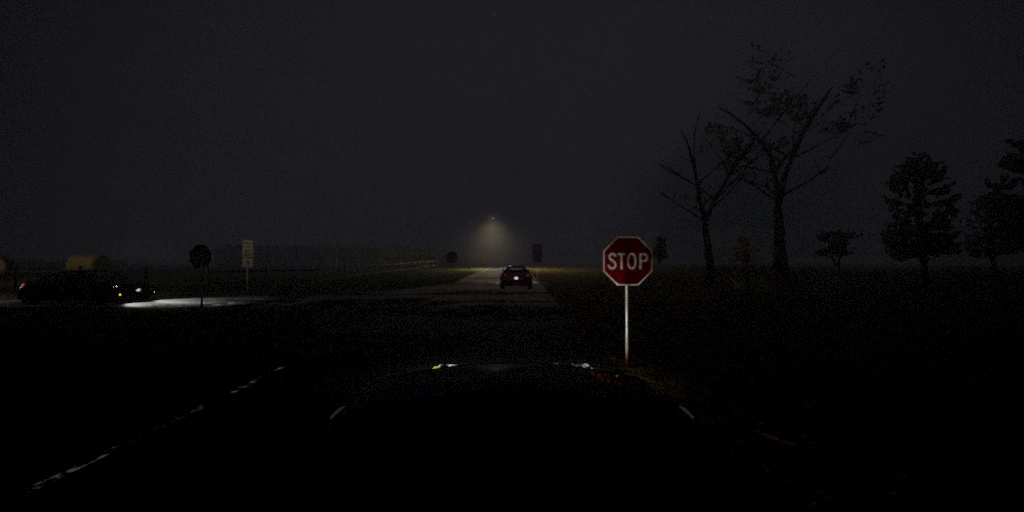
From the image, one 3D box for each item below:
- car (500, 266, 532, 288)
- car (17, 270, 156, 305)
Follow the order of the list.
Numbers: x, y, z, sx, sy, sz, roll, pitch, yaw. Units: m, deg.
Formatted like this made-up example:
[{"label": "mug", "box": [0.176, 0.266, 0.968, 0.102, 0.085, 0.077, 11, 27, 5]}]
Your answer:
[{"label": "car", "box": [0.274, 1.314, 23.607, 1.994, 1.385, 4.181, 0, 0, 0]}, {"label": "car", "box": [-17.944, 1.277, 15.279, 4.181, 1.385, 1.994, 0, -1, -1]}]
